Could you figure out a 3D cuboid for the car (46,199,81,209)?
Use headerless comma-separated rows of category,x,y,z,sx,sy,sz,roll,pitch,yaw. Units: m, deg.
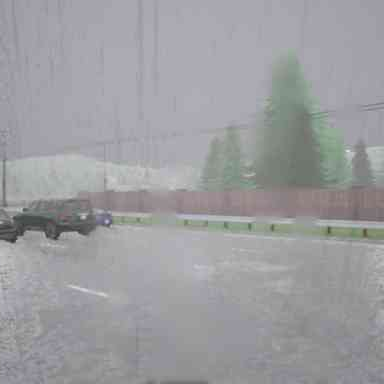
car,-21.706,2.001,56.166,5.357,1.411,2.033,0,0,-27

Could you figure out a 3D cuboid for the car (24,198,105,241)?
car,-7.530,1.370,17.962,5.566,2.045,2.150,-1,0,36

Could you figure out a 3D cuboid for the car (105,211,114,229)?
car,-7.162,1.692,21.986,4.674,1.442,1.812,-1,0,35

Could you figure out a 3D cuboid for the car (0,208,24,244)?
car,-10.173,1.508,15.548,4.553,1.767,2.097,-1,0,36
